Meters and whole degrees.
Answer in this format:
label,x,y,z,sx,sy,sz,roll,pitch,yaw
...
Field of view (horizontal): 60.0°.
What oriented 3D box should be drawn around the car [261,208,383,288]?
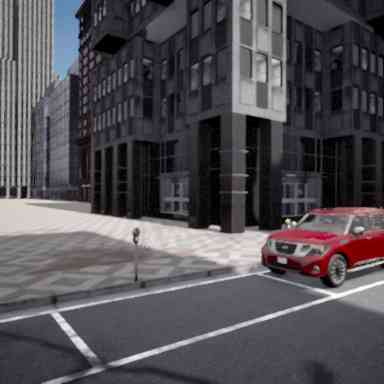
label,x,y,z,sx,sy,sz,roll,pitch,yaw
car,4.287,1.405,9.709,5.009,1.841,2.192,1,-1,-35
